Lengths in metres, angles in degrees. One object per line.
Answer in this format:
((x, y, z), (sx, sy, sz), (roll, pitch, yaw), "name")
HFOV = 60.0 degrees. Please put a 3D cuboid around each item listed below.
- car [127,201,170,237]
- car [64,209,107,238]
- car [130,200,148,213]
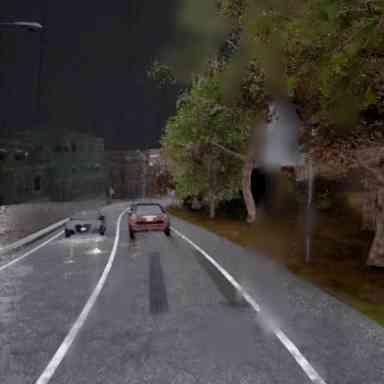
((-2.494, 1.381, 18.588), (2.097, 1.767, 4.553), (-1, 0, -11), "car")
((-5.830, 1.673, 18.648), (1.994, 1.385, 4.181), (-1, 0, -11), "car")
((-6.058, 1.658, 38.489), (1.895, 1.301, 4.718), (-1, 0, -8), "car")
